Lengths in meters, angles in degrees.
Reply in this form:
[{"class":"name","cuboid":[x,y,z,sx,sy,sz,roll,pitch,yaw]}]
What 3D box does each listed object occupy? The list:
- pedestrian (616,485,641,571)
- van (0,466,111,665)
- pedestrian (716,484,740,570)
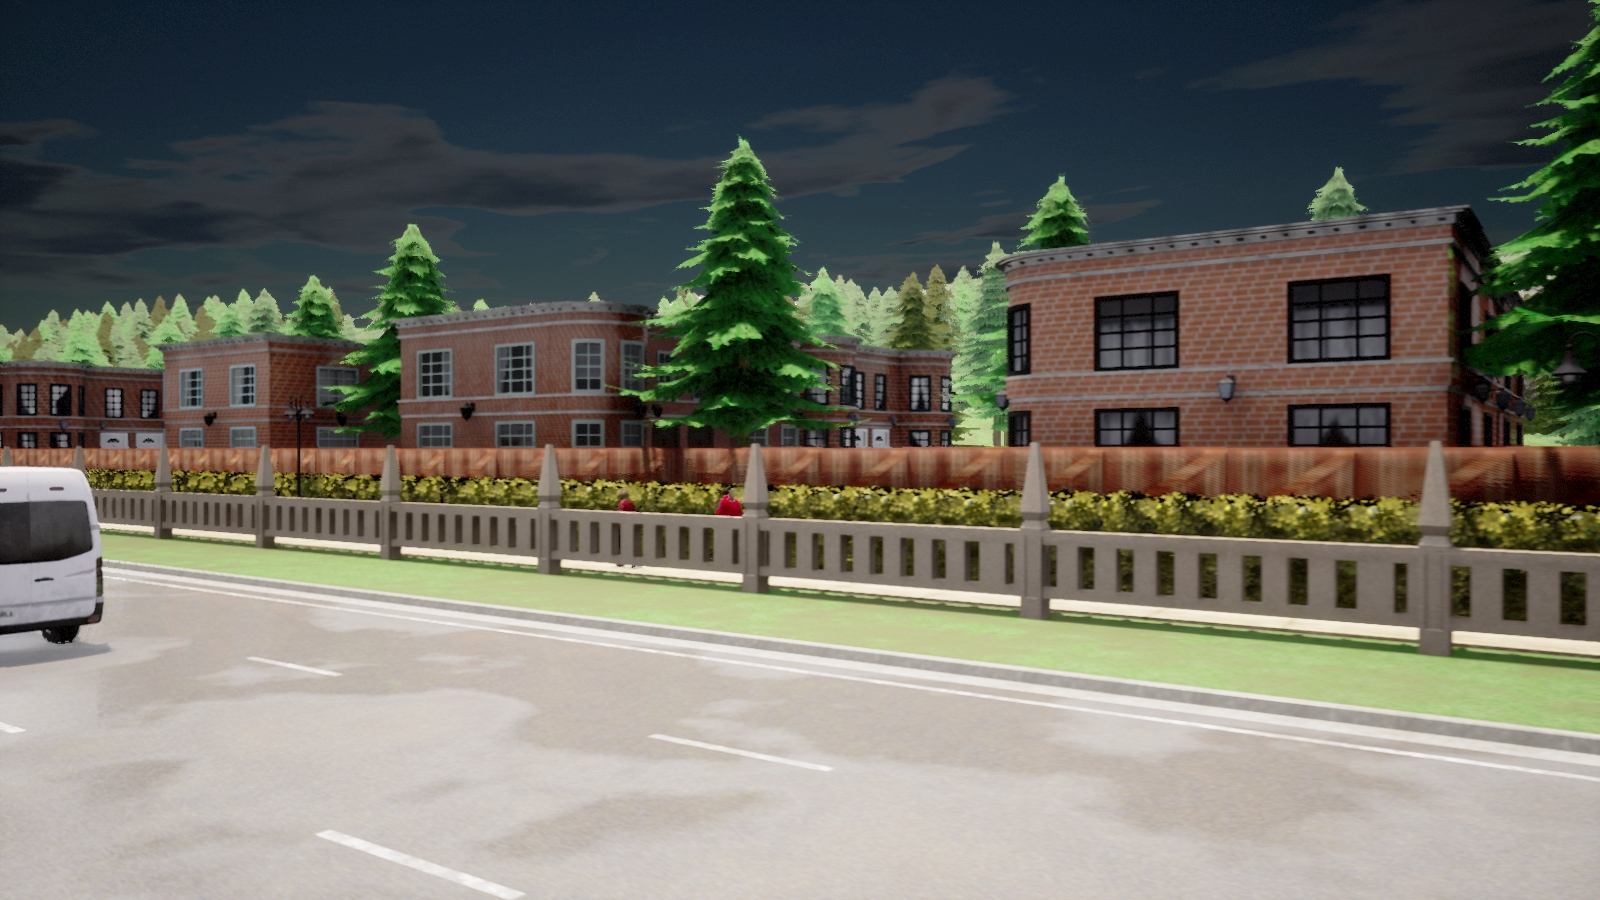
[{"class":"pedestrian","cuboid":[-3.775,1.697,25.142,0.375,1.860,0.375,0,0,34]},{"class":"van","cuboid":[-12.664,1.529,16.920,5.915,2.561,1.988,0,0,35]},{"class":"pedestrian","cuboid":[-1.587,1.697,25.308,0.375,1.860,0.375,0,0,42]}]
